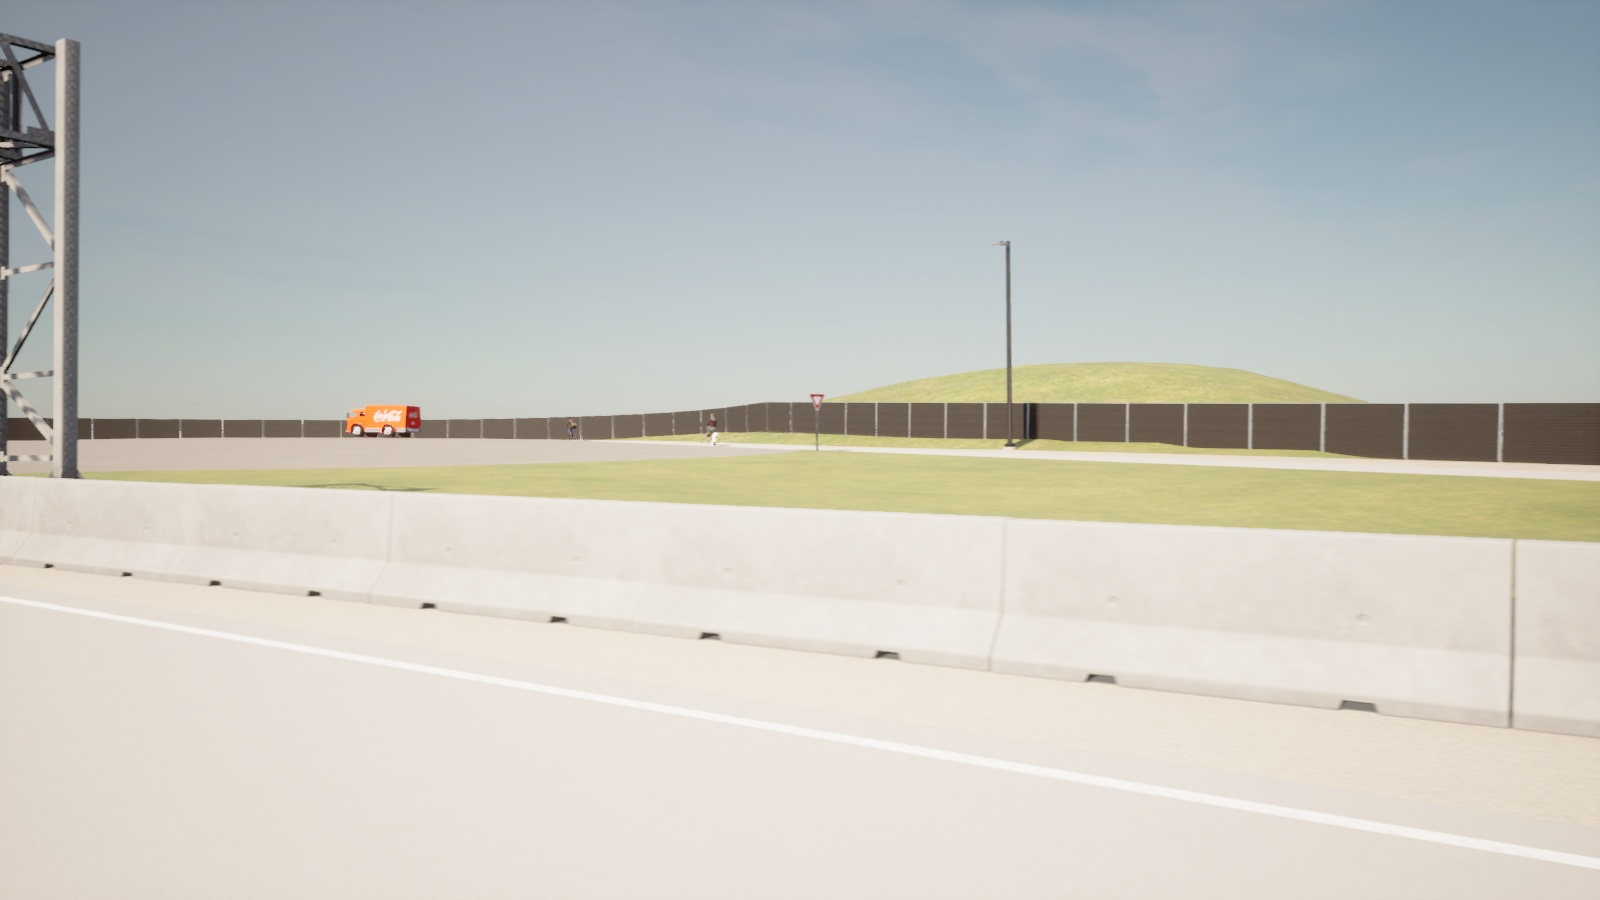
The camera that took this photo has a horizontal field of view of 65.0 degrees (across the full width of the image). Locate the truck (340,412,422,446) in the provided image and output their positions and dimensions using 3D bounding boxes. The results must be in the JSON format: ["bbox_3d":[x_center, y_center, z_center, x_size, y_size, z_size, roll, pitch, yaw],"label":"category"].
[{"bbox_3d":[-31.437,-1.567,94.331,5.204,2.467,2.627,-1,0,13],"label":"truck"}]
